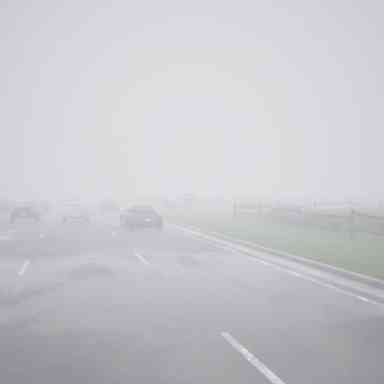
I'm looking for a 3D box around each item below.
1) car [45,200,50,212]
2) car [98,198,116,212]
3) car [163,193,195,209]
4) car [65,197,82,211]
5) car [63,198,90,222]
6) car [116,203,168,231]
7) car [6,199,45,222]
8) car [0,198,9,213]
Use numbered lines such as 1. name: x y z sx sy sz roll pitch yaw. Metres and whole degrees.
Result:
1. car: -16.815 1.438 36.733 1.994 1.385 4.181 0 0 -22
2. car: -9.202 1.423 36.344 1.812 1.442 4.674 0 0 -20
3. car: -1.488 1.123 40.892 3.866 1.878 1.905 0 0 -21
4. car: -13.976 1.403 39.098 1.812 1.442 4.674 0 0 -21
5. car: -9.001 1.445 25.852 1.812 1.442 4.674 0 0 -21
6. car: -3.184 1.512 20.339 1.994 1.385 4.181 0 0 -21
7. car: -12.576 1.436 25.396 1.812 1.442 4.674 0 0 -21
8. car: -19.548 1.363 34.021 2.128 1.511 4.902 0 0 -21
